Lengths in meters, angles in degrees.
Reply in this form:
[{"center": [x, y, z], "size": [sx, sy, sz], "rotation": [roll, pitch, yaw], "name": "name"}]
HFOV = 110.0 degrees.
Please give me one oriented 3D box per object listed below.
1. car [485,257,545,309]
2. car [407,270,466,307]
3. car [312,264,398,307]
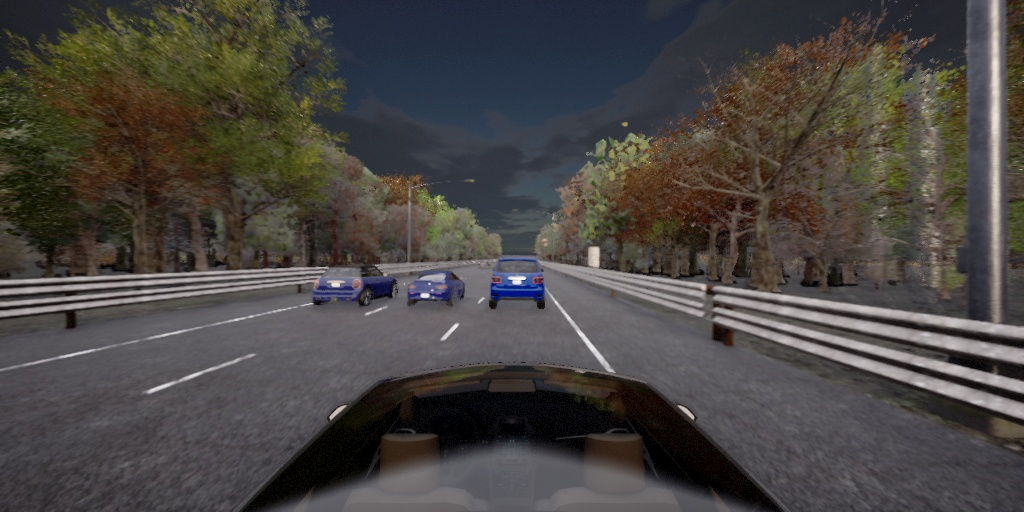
[{"center": [0.256, 1.080, 15.912], "size": [2.150, 2.045, 5.566], "rotation": [0, 0, 2], "name": "car"}, {"center": [-3.249, 1.354, 15.963], "size": [1.812, 1.442, 4.674], "rotation": [0, 0, 2], "name": "car"}, {"center": [-6.745, 1.150, 15.966], "size": [2.097, 1.767, 4.553], "rotation": [0, 0, 2], "name": "car"}]
